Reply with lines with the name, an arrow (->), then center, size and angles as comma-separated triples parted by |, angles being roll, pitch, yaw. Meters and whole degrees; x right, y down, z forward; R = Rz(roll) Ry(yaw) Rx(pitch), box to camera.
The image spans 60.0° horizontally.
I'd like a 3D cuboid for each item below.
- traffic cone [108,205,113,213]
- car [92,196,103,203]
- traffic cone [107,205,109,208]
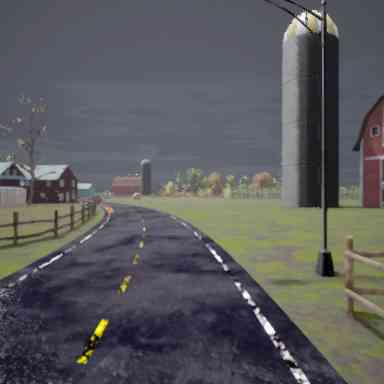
traffic cone -> -8.839, 1.974, 36.888 | 0.340, 0.580, 0.340 | 0, 0, -15
car -> -20.526, 1.567, 71.713 | 1.882, 1.535, 5.008 | 0, 0, -26
traffic cone -> -10.194, 1.982, 41.614 | 0.340, 0.580, 0.340 | 0, 0, -17
